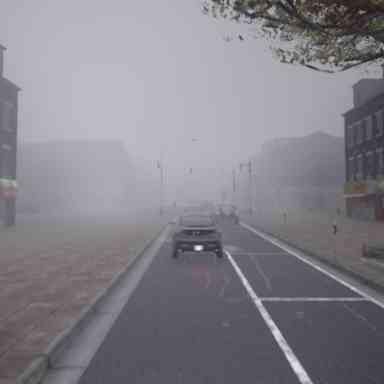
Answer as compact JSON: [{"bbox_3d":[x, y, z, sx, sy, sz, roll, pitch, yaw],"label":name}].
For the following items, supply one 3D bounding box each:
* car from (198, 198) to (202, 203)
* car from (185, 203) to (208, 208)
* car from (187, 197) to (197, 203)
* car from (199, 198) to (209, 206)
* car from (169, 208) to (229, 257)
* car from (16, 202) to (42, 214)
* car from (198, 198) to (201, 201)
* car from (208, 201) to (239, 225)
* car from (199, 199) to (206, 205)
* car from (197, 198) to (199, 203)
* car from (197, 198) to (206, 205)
[{"bbox_3d":[2.645,2.242,59.147,1.947,1.339,4.313,1,-1,0],"label":"car"},{"bbox_3d":[0.091,1.874,28.050,1.895,1.301,4.718,0,-1,0],"label":"car"},{"bbox_3d":[-0.016,2.303,83.010,2.150,2.045,5.566,0,-1,0],"label":"car"},{"bbox_3d":[2.647,2.160,53.710,1.947,1.339,4.313,1,-1,0],"label":"car"},{"bbox_3d":[0.146,1.628,13.484,1.837,1.490,4.892,0,-1,-2],"label":"car"},{"bbox_3d":[-21.547,2.073,42.030,4.892,1.490,1.837,-1,-2,0],"label":"car"},{"bbox_3d":[2.645,2.291,64.753,1.752,1.417,4.829,1,-1,0],"label":"car"},{"bbox_3d":[2.658,1.702,26.966,1.967,1.590,4.097,2,-1,0],"label":"car"},{"bbox_3d":[2.638,2.678,86.501,1.752,1.417,4.829,1,-1,0],"label":"car"},{"bbox_3d":[2.640,2.515,75.457,1.947,1.339,4.313,1,-1,0],"label":"car"},{"bbox_3d":[2.641,2.569,91.772,2.192,1.841,5.009,1,-1,0],"label":"car"}]
